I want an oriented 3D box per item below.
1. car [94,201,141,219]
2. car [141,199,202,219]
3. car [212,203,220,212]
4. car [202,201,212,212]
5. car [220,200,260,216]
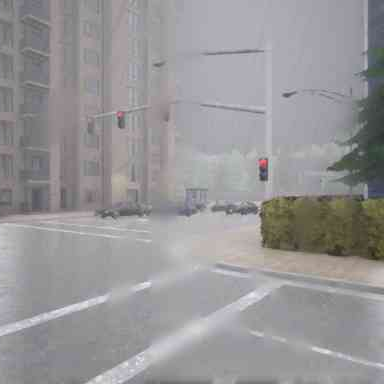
[{"bbox_3d":[-6.016,1.547,29.452,2.033,1.411,5.357,0,0,36],"label":"car"},{"bbox_3d":[-1.680,1.547,29.459,2.033,1.411,5.357,0,0,36],"label":"car"},{"bbox_3d":[3.974,1.601,37.201,1.895,1.301,4.718,0,0,36],"label":"car"},{"bbox_3d":[-0.325,1.491,37.250,2.128,1.511,4.902,0,0,36],"label":"car"},{"bbox_3d":[4.935,1.526,32.274,1.812,1.442,4.674,0,0,36],"label":"car"}]
